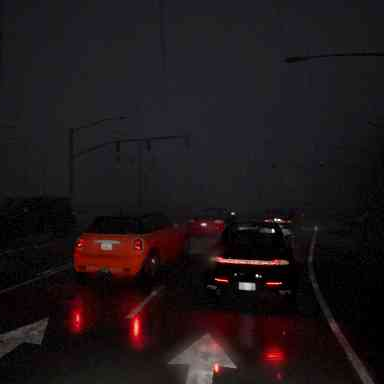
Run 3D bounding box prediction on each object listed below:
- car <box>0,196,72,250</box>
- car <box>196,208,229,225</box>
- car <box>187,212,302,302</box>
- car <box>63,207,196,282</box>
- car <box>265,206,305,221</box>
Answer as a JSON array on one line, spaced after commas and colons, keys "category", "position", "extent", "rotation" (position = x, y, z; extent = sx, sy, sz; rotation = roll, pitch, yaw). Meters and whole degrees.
[{"category": "car", "position": [-7.652, 1.220, 14.910], "extent": [2.150, 2.045, 5.566], "rotation": [0, 0, 20]}, {"category": "car", "position": [1.281, 1.564, 18.124], "extent": [1.994, 1.385, 4.181], "rotation": [0, 0, 20]}, {"category": "car", "position": [1.558, 1.492, 8.371], "extent": [2.128, 1.511, 4.902], "rotation": [0, 0, 13]}, {"category": "car", "position": [-1.529, 1.352, 10.128], "extent": [2.097, 1.767, 4.553], "rotation": [0, 0, 15]}, {"category": "car", "position": [4.636, 1.505, 17.249], "extent": [1.837, 1.490, 4.892], "rotation": [0, 0, 21]}]
